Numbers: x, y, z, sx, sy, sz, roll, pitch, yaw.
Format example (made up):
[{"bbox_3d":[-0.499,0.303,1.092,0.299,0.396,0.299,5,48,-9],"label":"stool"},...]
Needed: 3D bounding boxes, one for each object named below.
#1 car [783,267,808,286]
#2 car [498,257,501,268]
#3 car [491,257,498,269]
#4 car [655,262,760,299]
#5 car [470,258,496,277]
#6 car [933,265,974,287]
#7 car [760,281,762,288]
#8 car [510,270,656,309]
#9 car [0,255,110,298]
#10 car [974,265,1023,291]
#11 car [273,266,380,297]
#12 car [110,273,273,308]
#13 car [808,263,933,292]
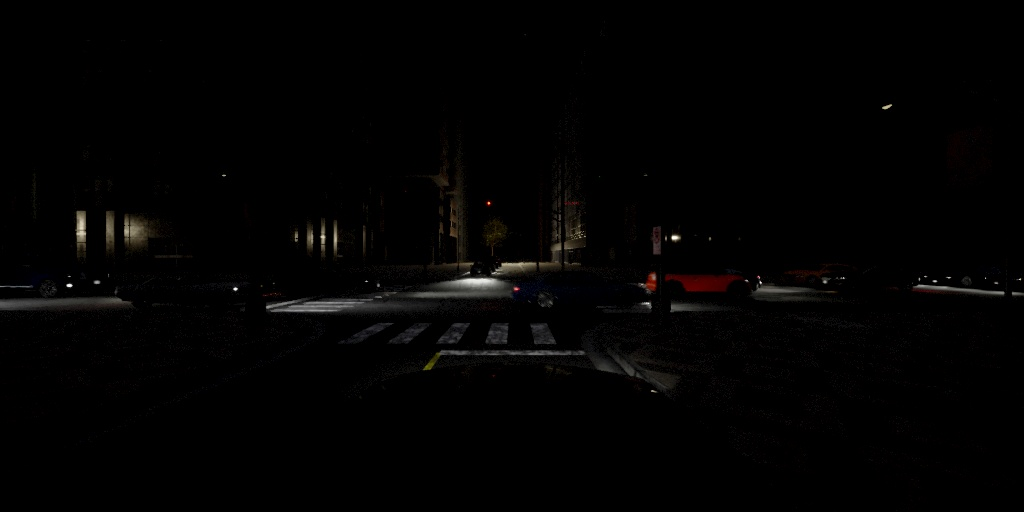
[{"bbox_3d":[21.230,1.243,24.335,5.008,1.535,1.882,0,0,0],"label":"car"},{"bbox_3d":[-3.115,1.313,56.046,1.994,1.385,4.181,0,0,0],"label":"car"},{"bbox_3d":[-3.103,1.254,46.061,1.837,1.490,4.892,0,0,0],"label":"car"},{"bbox_3d":[9.125,1.115,17.688,4.553,1.767,2.097,0,0,0],"label":"car"},{"bbox_3d":[-3.085,1.241,36.106,2.128,1.511,4.902,0,0,0],"label":"car"},{"bbox_3d":[31.329,1.327,24.289,5.357,1.411,2.033,0,0,0],"label":"car"},{"bbox_3d":[12.184,1.324,21.125,4.181,1.385,1.994,0,0,0],"label":"car"},{"bbox_3d":[2.616,1.301,14.466,5.357,1.411,2.033,0,0,0],"label":"car"},{"bbox_3d":[-23.386,0.958,17.827,5.566,2.045,2.150,0,0,0],"label":"car"},{"bbox_3d":[30.762,1.310,21.040,4.674,1.442,1.812,0,0,0],"label":"car"},{"bbox_3d":[-9.303,1.235,18.172,4.902,1.511,2.128,0,0,-5],"label":"car"},{"bbox_3d":[-12.786,1.349,14.530,4.718,1.301,1.895,0,0,0],"label":"car"},{"bbox_3d":[20.880,1.262,21.087,4.902,1.511,2.128,0,0,0],"label":"car"}]
